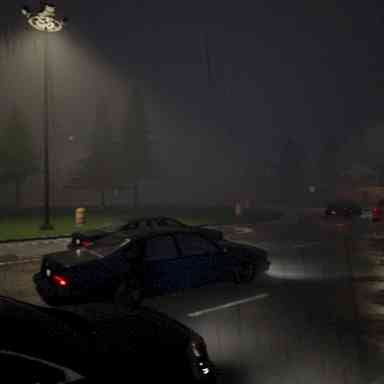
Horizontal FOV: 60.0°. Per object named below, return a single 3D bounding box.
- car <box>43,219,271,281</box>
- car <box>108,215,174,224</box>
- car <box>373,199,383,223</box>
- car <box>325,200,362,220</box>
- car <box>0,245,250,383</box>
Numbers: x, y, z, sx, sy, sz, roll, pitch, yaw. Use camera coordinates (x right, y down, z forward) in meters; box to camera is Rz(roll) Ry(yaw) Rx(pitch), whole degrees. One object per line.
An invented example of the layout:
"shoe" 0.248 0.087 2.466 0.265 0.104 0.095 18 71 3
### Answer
"car" -0.617 1.523 7.606 5.357 1.411 2.033 0 0 -36
"car" -1.363 1.513 11.373 5.357 1.411 2.033 0 0 -36
"car" 14.261 1.198 22.524 4.553 1.767 2.097 -1 0 -35
"car" 12.192 1.365 26.812 1.812 1.442 4.674 0 1 41
"car" -2.027 1.507 2.302 4.892 1.490 1.837 0 0 -36
